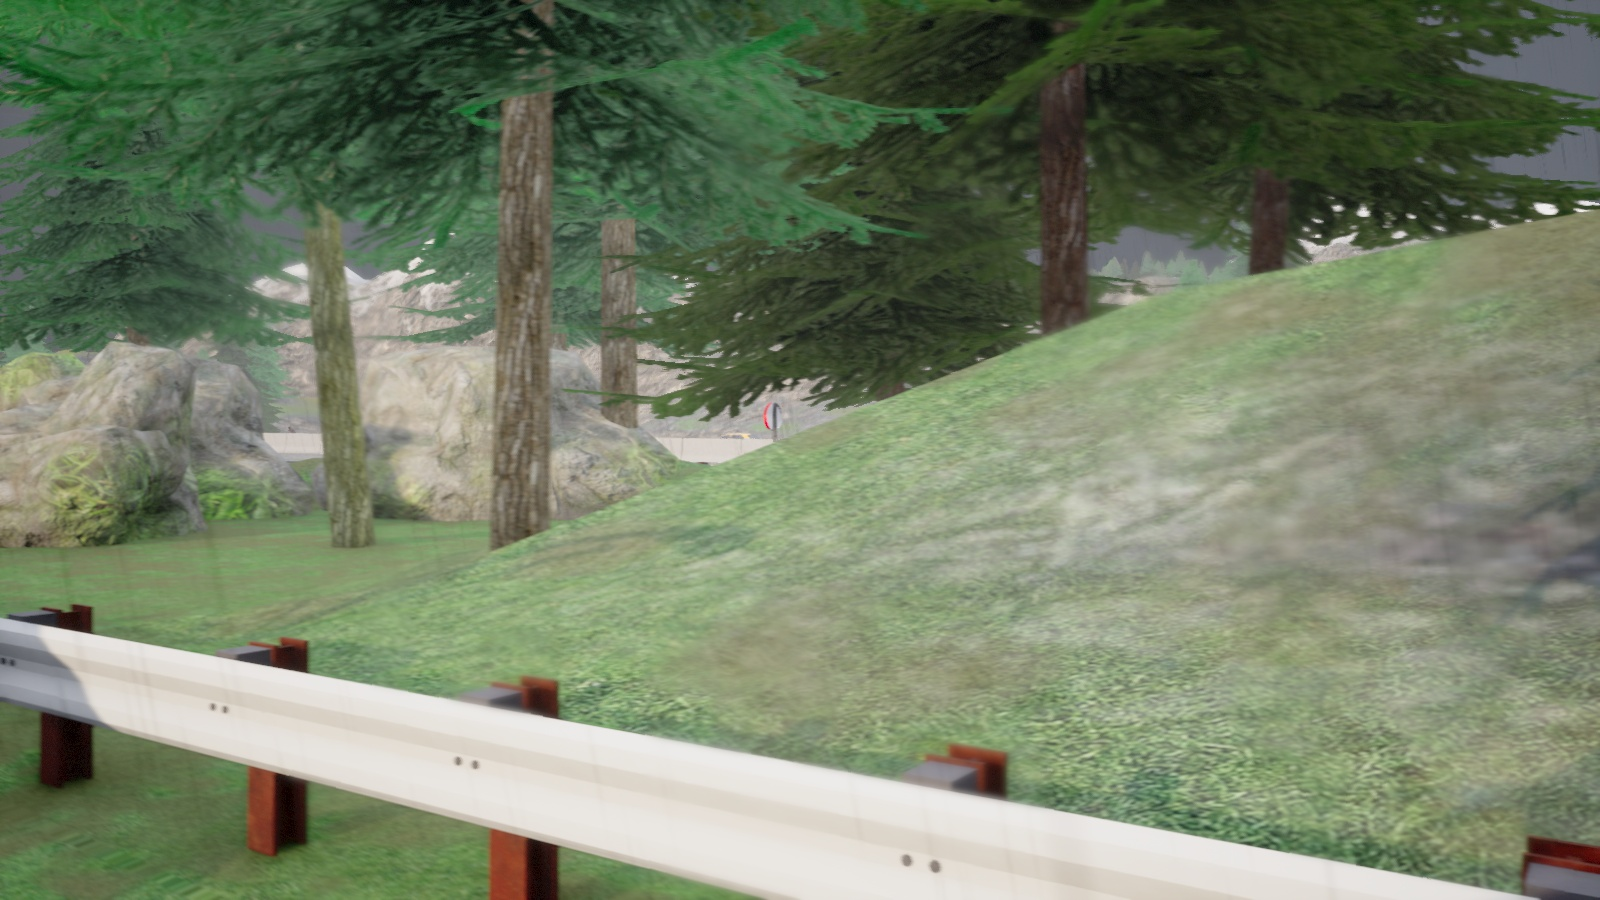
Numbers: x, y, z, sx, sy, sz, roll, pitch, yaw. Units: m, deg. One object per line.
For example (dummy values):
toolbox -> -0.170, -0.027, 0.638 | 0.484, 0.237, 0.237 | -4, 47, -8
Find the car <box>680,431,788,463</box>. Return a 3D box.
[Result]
car -> -3.322, -0.154, 62.947 | 5.366, 1.575, 1.801 | 0, 1, 33

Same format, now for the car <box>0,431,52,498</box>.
car -> -19.315, 0.341, 28.430 | 1.845, 1.501, 3.633 | 0, 1, 33
